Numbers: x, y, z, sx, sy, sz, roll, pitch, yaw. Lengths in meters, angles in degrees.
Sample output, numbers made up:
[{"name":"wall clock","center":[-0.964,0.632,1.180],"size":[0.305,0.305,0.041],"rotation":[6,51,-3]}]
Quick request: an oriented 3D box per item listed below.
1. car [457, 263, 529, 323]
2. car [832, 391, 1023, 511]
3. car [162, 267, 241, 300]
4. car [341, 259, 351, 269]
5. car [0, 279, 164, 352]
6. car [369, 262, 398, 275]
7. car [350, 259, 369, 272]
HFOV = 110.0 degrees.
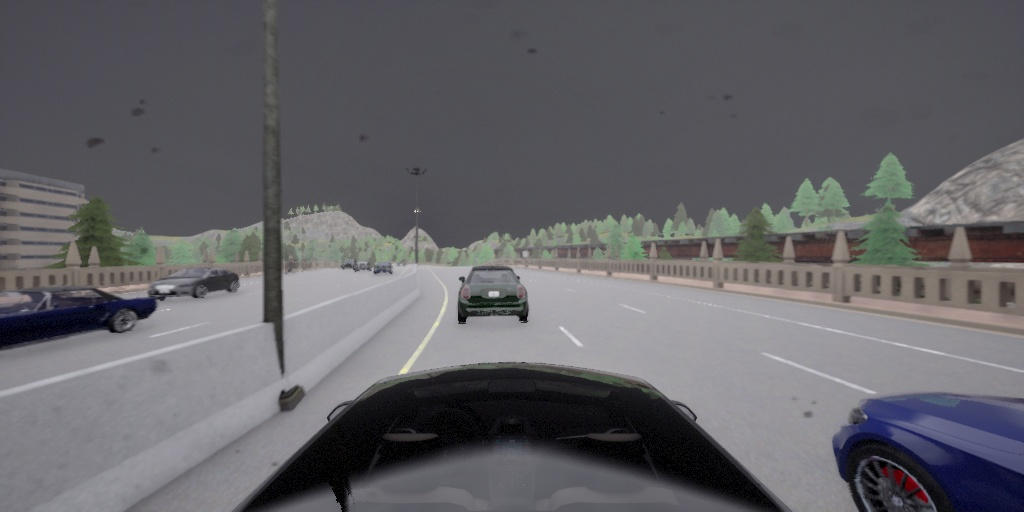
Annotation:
[{"name":"car","center":[-0.743,1.097,12.293],"size":[2.097,1.767,4.553],"rotation":[0,0,-6]},{"name":"car","center":[3.449,1.263,0.853],"size":[1.812,1.442,4.674],"rotation":[0,0,0]},{"name":"car","center":[-16.045,1.324,18.431],"size":[2.128,1.511,4.902],"rotation":[0,0,-12]},{"name":"car","center":[-26.117,1.217,58.059],"size":[2.097,1.767,4.553],"rotation":[0,0,-14]},{"name":"car","center":[-10.977,1.399,8.037],"size":[1.895,1.301,4.718],"rotation":[0,0,-5]},{"name":"car","center":[-14.243,1.352,40.026],"size":[2.033,1.411,5.357],"rotation":[0,0,-15]},{"name":"car","center":[-19.976,1.360,48.200],"size":[1.812,1.442,4.674],"rotation":[0,0,-14]}]
